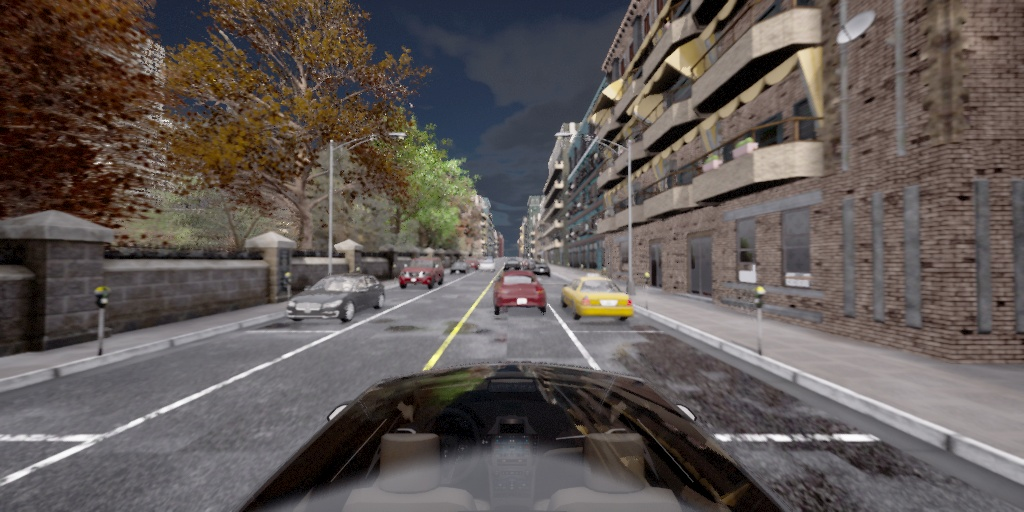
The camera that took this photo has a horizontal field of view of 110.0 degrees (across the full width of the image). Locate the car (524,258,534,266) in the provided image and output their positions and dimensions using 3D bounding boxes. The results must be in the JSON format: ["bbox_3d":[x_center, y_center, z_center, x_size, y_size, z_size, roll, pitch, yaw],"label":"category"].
[{"bbox_3d":[2.678,1.297,45.293,1.948,1.339,4.313,0,0,0],"label":"car"}]

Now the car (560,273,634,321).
[{"bbox_3d":[2.688,1.271,12.321,1.751,1.417,4.829,0,0,0],"label":"car"}]

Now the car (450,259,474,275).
[{"bbox_3d":[-5.701,1.298,39.766,1.948,1.339,4.313,0,0,0],"label":"car"}]

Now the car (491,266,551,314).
[{"bbox_3d":[0.218,1.270,13.715,1.812,1.442,4.674,0,0,-2],"label":"car"}]

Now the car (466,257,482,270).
[{"bbox_3d":[-5.705,1.042,50.813,2.192,1.841,5.009,0,0,0],"label":"car"}]

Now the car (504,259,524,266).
[{"bbox_3d":[0.088,1.210,40.807,1.882,1.535,5.008,0,0,0],"label":"car"}]

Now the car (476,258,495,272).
[{"bbox_3d":[-3.042,1.256,44.671,1.812,1.442,4.674,0,0,0],"label":"car"}]

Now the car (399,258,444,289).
[{"bbox_3d":[-5.696,1.055,23.196,2.192,1.841,5.009,0,0,0],"label":"car"}]

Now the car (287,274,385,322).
[{"bbox_3d":[-5.693,1.295,12.149,2.007,1.370,4.403,0,0,0],"label":"car"}]

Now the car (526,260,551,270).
[{"bbox_3d":[2.681,1.302,34.244,1.948,1.339,4.313,0,0,0],"label":"car"}]
